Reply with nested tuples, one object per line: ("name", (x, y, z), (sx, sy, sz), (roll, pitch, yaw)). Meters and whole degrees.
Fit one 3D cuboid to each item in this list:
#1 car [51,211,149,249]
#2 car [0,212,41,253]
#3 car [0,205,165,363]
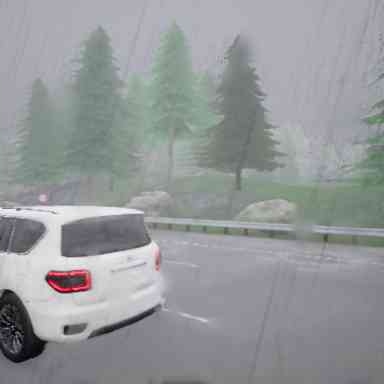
("car", (-4.416, 1.669, 15.644), (4.718, 1.301, 1.895), (0, 0, 36))
("car", (-8.668, 1.647, 14.471), (4.181, 1.385, 1.994), (0, 0, 35))
("car", (-3.045, 1.256, 6.165), (5.566, 2.045, 2.150), (0, 0, 35))
